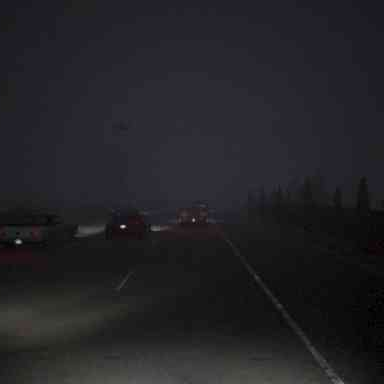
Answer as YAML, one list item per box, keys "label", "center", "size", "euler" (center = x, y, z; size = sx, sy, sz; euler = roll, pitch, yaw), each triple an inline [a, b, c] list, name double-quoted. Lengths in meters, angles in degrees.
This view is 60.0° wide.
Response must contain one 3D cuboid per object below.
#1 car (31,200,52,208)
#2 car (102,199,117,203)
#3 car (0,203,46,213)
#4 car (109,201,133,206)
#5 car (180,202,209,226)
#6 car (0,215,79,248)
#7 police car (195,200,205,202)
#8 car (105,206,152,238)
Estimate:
- label: "car"
  center: [-20.055, 1.828, 43.307]
  size: [1.812, 1.442, 4.674]
  euler: [0, -1, 7]
- label: "car"
  center: [-13.928, 1.926, 56.609]
  size: [1.812, 1.442, 4.674]
  euler: [0, -1, 15]
- label: "car"
  center: [-14.041, 1.790, 26.970]
  size: [1.895, 1.301, 4.718]
  euler: [0, 0, 1]
- label: "car"
  center: [-6.731, 1.834, 33.341]
  size: [1.895, 1.301, 4.718]
  euler: [0, 0, 2]
- label: "car"
  center: [0.100, 1.699, 24.690]
  size: [1.812, 1.442, 4.674]
  euler: [0, 0, 0]
- label: "car"
  center: [-6.901, 1.710, 15.473]
  size: [1.895, 1.301, 4.718]
  euler: [0, 0, 0]
- label: "police car"
  center: [1.079, 1.797, 41.553]
  size: [2.038, 1.542, 4.974]
  euler: [0, 0, 7]
- label: "car"
  center: [-3.402, 1.693, 18.403]
  size: [1.994, 1.385, 4.181]
  euler: [0, 0, 0]
